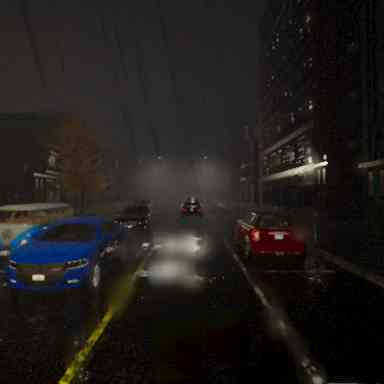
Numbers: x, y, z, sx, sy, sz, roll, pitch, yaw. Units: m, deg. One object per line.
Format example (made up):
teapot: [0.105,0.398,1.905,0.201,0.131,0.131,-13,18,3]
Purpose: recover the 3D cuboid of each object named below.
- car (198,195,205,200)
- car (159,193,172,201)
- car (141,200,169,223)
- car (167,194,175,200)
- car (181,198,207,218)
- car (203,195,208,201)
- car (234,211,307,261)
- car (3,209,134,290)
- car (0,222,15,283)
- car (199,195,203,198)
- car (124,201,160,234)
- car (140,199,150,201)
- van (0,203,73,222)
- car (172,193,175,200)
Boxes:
car: [2.660,1.408,91.872,1.802,1.307,4.206,1,0,0]
car: [-5.707,1.305,69.060,1.967,1.590,4.097,1,0,0]
car: [-3.011,1.550,24.855,1.895,1.301,4.718,0,0,0]
car: [-5.720,1.392,91.808,1.947,1.339,4.313,1,0,0]
car: [-0.007,1.489,29.338,2.033,1.411,5.357,0,0,0]
car: [2.668,1.381,74.983,1.752,1.417,4.829,1,0,0]
car: [2.700,1.415,12.259,1.967,1.590,4.097,1,0,0]
car: [-3.092,1.458,9.218,1.882,1.535,5.008,0,0,0]
car: [-5.679,1.531,6.507,1.887,1.381,4.507,1,0,0]
car: [0.021,1.462,43.050,2.033,1.411,5.357,0,0,1]
car: [-3.098,1.467,18.916,1.837,1.490,4.892,0,0,0]
car: [-5.696,1.501,40.628,1.802,1.307,4.206,1,0,0]
van: [-5.677,1.316,12.194,1.690,1.788,3.998,1,0,0]
car: [-5.715,1.411,80.435,1.947,1.339,4.313,1,0,0]
